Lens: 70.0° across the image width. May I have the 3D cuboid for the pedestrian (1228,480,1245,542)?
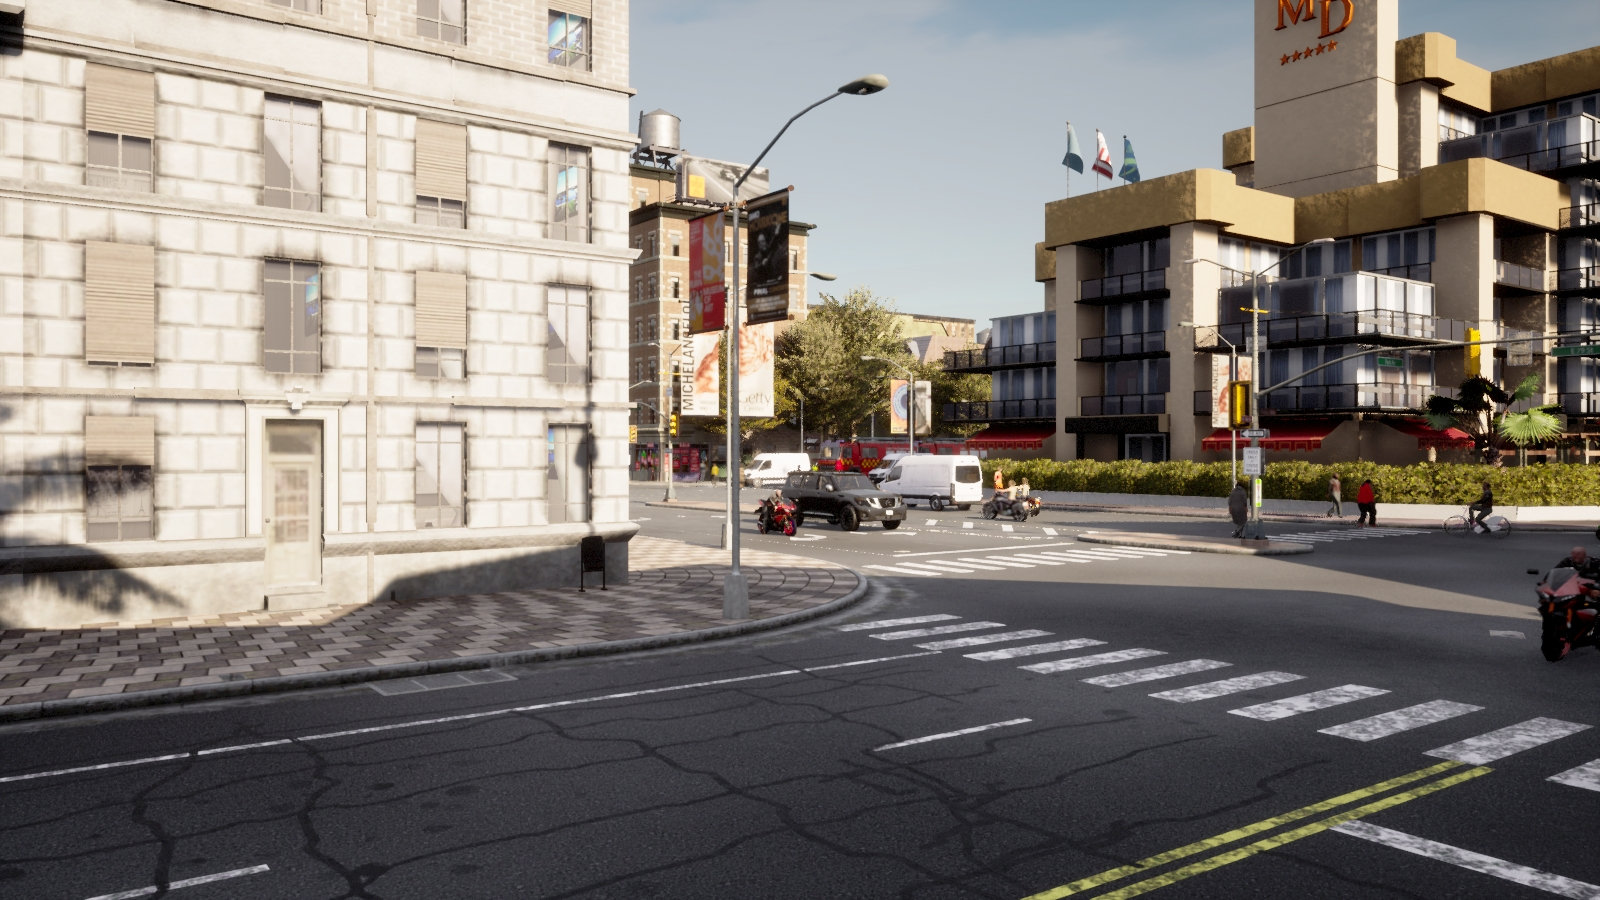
[{"bbox_3d":[13.315,1.848,34.841,0.375,1.860,0.375,0,0,-44],"label":"pedestrian"}]

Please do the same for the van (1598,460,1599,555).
[{"bbox_3d":[24.599,1.533,30.044,5.915,2.561,1.988,0,0,-2],"label":"van"}]

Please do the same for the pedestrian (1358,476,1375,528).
[{"bbox_3d":[20.206,1.848,40.772,0.375,1.860,0.375,0,0,-21],"label":"pedestrian"}]

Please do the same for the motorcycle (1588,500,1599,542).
[{"bbox_3d":[25.295,2.182,34.927,1.805,1.236,0.856,0,0,4],"label":"motorcycle"}]

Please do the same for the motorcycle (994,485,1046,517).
[{"bbox_3d":[9.406,2.170,48.968,0.764,1.277,2.356,0,0,-34],"label":"motorcycle"}]

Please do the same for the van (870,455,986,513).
[{"bbox_3d":[5.947,1.534,54.072,1.988,2.561,5.915,0,0,-36],"label":"van"}]

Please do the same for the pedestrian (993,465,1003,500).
[{"bbox_3d":[10.389,1.697,59.876,0.375,1.860,0.375,0,0,-36],"label":"pedestrian"}]

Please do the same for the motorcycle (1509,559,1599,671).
[{"bbox_3d":[10.676,2.205,15.626,2.209,1.251,0.867,0,0,-35],"label":"motorcycle"}]

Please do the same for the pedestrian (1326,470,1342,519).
[{"bbox_3d":[20.539,1.696,43.946,0.375,1.860,0.375,0,0,-18],"label":"pedestrian"}]

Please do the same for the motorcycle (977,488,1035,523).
[{"bbox_3d":[8.102,2.170,45.073,0.764,1.277,2.356,0,0,-36],"label":"motorcycle"}]

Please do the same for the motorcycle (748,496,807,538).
[{"bbox_3d":[-0.756,2.205,37.717,0.867,1.251,2.209,0,0,-36],"label":"motorcycle"}]

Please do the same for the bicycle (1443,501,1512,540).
[{"bbox_3d":[21.384,2.210,36.081,1.835,1.171,0.329,0,0,22],"label":"bicycle"}]

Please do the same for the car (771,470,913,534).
[{"bbox_3d":[1.410,1.779,41.176,2.150,2.045,5.566,0,0,-35],"label":"car"}]
